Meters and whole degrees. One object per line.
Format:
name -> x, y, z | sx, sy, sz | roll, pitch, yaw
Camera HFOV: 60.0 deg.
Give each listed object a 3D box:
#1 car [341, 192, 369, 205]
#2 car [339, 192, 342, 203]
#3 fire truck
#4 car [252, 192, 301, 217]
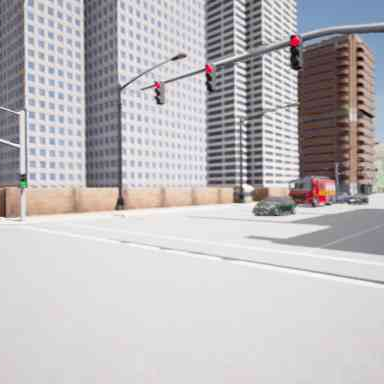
car -> 22.762, 0.995, 45.629 | 2.128, 1.511, 4.902 | 0, 0, 43
car -> 22.196, 0.833, 50.177 | 2.097, 1.767, 4.553 | 0, 0, 42
fire truck -> 15.618, -0.078, 42.925 | 2.891, 3.827, 8.468 | 0, 0, 42
car -> 7.043, 1.112, 28.356 | 2.097, 1.767, 4.553 | 0, 0, 42
